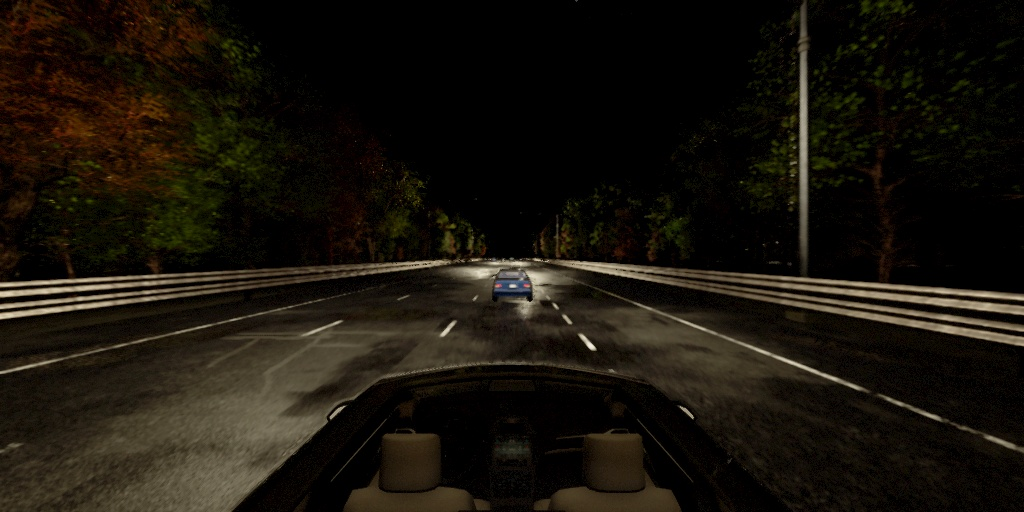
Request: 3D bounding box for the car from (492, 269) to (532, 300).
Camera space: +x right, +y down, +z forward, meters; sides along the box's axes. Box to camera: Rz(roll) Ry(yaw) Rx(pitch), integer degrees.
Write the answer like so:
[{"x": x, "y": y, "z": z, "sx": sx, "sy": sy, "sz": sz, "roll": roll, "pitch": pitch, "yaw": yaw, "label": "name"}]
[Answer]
[{"x": 0.016, "y": 1.320, "z": 17.637, "sx": 2.033, "sy": 1.411, "sz": 5.357, "roll": 0, "pitch": 0, "yaw": 0, "label": "car"}]
